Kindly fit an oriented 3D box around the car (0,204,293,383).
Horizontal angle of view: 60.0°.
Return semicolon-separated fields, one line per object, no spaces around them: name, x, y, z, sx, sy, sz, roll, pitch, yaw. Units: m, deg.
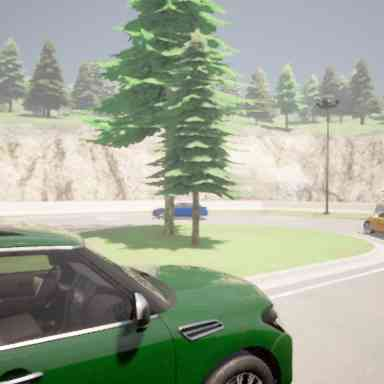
car;-1.646;1.221;2.573;5.566;2.045;2.150;1;0;-35

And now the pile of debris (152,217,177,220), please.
pile of debris;-2.435;2.299;29.129;1.860;0.140;1.500;1;0;-16

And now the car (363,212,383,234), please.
car;11.044;1.647;17.534;1.882;1.535;5.008;2;0;0

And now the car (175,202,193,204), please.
car;-1.063;1.609;29.463;5.008;1.535;1.882;1;-2;-7
